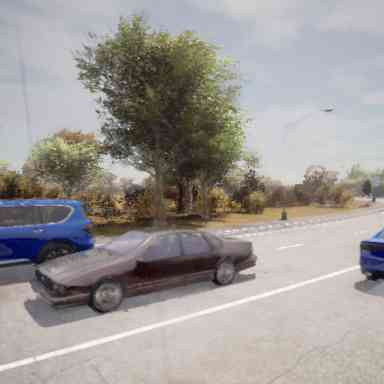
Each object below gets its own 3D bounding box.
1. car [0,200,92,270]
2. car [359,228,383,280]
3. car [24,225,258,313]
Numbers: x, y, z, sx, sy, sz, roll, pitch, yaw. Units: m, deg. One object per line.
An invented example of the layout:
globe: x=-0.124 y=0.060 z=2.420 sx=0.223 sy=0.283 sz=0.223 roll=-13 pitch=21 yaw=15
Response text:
car: x=-5.418 y=1.247 z=8.799 sx=5.566 sy=2.045 sz=2.150 roll=0 pitch=0 yaw=-36
car: x=6.339 y=1.488 z=8.905 sx=5.008 sy=1.535 sz=1.882 roll=0 pitch=0 yaw=-40
car: x=-0.778 y=1.565 z=7.900 sx=5.357 sy=1.411 sz=2.033 roll=0 pitch=0 yaw=-37
